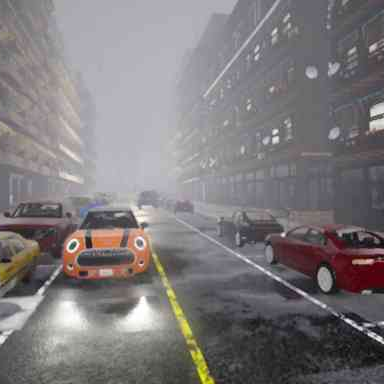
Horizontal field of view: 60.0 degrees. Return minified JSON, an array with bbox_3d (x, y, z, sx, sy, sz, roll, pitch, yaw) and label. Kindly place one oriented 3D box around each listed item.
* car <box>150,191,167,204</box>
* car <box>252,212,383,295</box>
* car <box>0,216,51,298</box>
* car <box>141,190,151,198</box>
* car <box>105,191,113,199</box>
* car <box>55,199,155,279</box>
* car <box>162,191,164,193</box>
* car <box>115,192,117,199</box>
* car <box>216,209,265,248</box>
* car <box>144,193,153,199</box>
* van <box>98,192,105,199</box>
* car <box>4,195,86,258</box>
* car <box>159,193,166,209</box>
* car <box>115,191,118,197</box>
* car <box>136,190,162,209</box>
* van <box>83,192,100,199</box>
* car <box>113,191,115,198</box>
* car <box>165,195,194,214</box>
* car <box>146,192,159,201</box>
[{"bbox_3d":[-5.314,0.795,51.719,2.192,1.841,5.009,1,0,-11],"label":"car"},{"bbox_3d":[3.332,1.437,8.329,1.887,1.381,4.507,1,0,-11],"label":"car"},{"bbox_3d":[-4.375,1.462,6.690,1.752,1.417,4.829,1,0,-11],"label":"car"},{"bbox_3d":[-11.778,0.557,84.272,2.192,1.841,5.009,1,0,-11],"label":"car"},{"bbox_3d":[-10.867,0.932,39.401,2.192,1.841,5.009,1,0,-11],"label":"car"},{"bbox_3d":[-2.414,1.246,9.876,2.097,1.767,4.553,0,1,-11],"label":"car"},{"bbox_3d":[-3.121,1.014,40.879,1.967,1.590,4.097,1,0,-11],"label":"car"},{"bbox_3d":[-14.103,1.044,55.677,1.947,1.339,4.313,1,0,-11],"label":"car"},{"bbox_3d":[2.255,1.386,13.755,2.008,1.369,4.403,1,0,-11],"label":"car"},{"bbox_3d":[-9.628,0.896,73.422,1.802,1.307,4.206,1,0,-11],"label":"car"},{"bbox_3d":[-8.713,1.057,28.553,1.690,1.788,3.998,1,0,-11],"label":"van"},{"bbox_3d":[-5.481,1.193,12.281,2.192,1.841,5.009,1,0,-11],"label":"car"},{"bbox_3d":[-2.053,1.168,35.452,1.887,1.381,4.507,1,0,-11],"label":"car"},{"bbox_3d":[-17.330,0.671,71.947,2.192,1.841,5.009,1,0,-11],"label":"car"},{"bbox_3d":[-5.127,0.831,38.164,2.150,2.045,5.566,0,1,-11],"label":"car"},{"bbox_3d":[-7.635,1.108,23.127,1.690,1.788,3.998,1,0,-11],"label":"van"},{"bbox_3d":[-11.943,0.884,44.825,2.192,1.841,5.009,1,0,-11],"label":"car"},{"bbox_3d":[-0.976,1.218,30.028,1.887,1.381,4.507,1,0,-11],"label":"car"},{"bbox_3d":[-7.471,0.833,62.571,1.967,1.590,4.097,1,0,-11],"label":"car"}]
